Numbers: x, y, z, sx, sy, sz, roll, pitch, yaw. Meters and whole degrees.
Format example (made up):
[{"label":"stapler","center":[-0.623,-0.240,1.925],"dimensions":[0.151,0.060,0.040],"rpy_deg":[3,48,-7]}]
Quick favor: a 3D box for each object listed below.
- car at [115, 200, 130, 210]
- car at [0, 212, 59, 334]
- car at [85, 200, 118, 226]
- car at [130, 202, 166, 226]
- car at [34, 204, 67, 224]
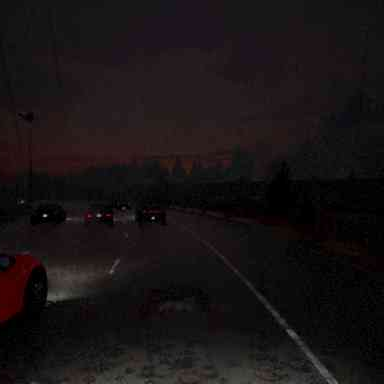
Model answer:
[{"label":"car","center":[-8.999,1.590,41.411],"dimensions":[1.895,1.301,4.718],"rpy_deg":[0,0,-24]},{"label":"car","center":[-3.748,1.358,4.554],"dimensions":[2.097,1.767,4.553],"rpy_deg":[0,0,-3]},{"label":"car","center":[-6.520,1.548,23.522],"dimensions":[2.033,1.411,5.357],"rpy_deg":[0,0,-14]},{"label":"car","center":[-3.065,1.475,23.763],"dimensions":[2.128,1.511,4.902],"rpy_deg":[0,0,-13]},{"label":"car","center":[-10.478,1.583,24.520],"dimensions":[1.994,1.385,4.181],"rpy_deg":[0,0,-15]}]
